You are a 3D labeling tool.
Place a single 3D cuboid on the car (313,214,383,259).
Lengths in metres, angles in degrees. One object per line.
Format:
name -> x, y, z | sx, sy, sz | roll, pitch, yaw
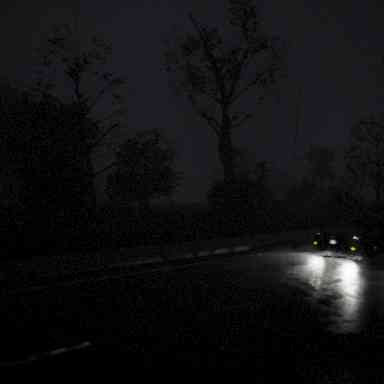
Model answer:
car -> 6.566, 1.558, 12.725 | 4.181, 1.385, 1.994 | 0, 0, -34
